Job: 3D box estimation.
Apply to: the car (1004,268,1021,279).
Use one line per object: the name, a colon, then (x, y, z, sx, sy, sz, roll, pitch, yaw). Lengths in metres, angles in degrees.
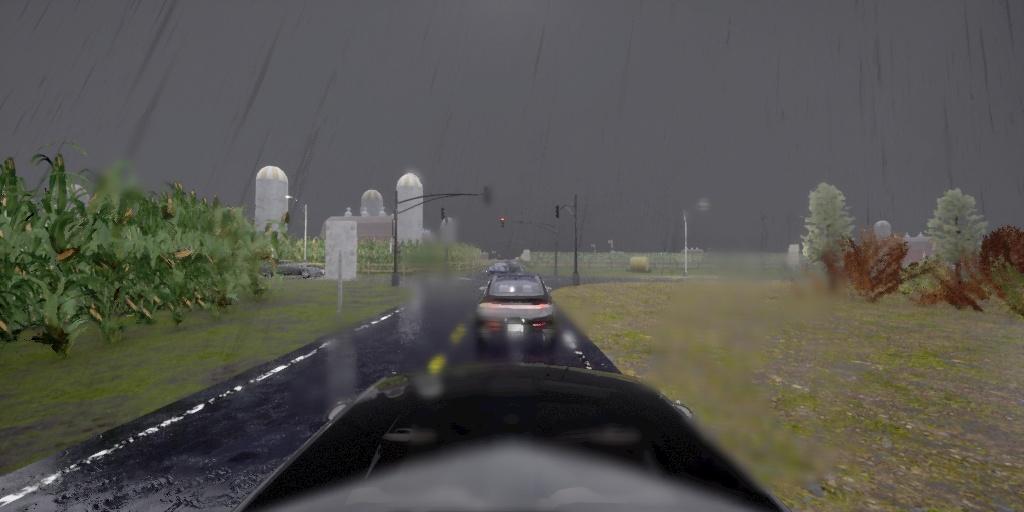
car: (48.666, 1.720, 33.478, 4.674, 1.442, 1.812, 1, -1, -5)

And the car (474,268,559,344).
car: (0.101, 1.245, 9.623, 2.128, 1.511, 4.902, 0, 0, 0)

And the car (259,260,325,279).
car: (-17.560, 1.076, 28.768, 4.902, 1.511, 2.128, 0, -1, -1)

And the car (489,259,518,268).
car: (-0.856, 1.326, 39.042, 2.033, 1.411, 5.357, 0, 0, 18)
